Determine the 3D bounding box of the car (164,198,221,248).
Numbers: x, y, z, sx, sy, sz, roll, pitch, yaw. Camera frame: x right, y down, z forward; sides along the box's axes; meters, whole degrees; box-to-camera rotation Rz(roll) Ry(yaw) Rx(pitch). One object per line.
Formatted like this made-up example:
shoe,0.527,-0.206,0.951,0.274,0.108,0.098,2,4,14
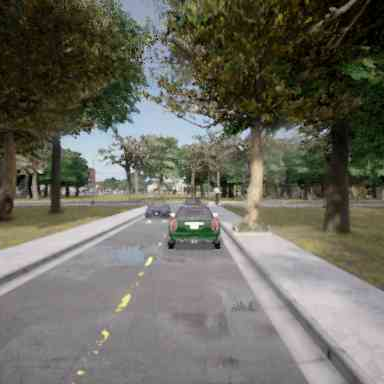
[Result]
car,0.101,1.334,14.780,2.097,1.767,4.553,0,0,0

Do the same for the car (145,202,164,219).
car,-2.841,1.531,28.582,1.994,1.385,4.181,0,0,0

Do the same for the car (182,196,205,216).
car,0.106,1.316,32.257,2.097,1.767,4.553,0,0,0
